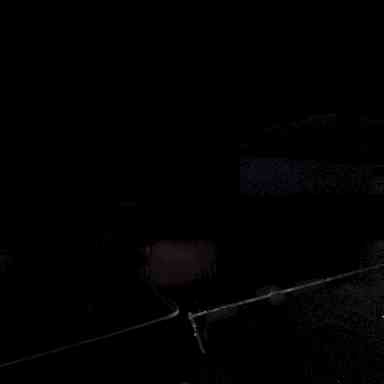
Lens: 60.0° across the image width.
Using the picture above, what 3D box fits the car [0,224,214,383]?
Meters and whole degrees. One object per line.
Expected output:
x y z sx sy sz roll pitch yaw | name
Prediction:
-2.085 1.357 2.491 4.553 1.767 2.097 0 0 -36 | car

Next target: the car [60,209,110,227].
-7.118 1.509 19.374 4.611 1.667 2.242 0 0 -37 | car

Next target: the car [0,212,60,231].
-7.247 1.334 12.243 3.866 1.878 1.905 0 0 -37 | car
